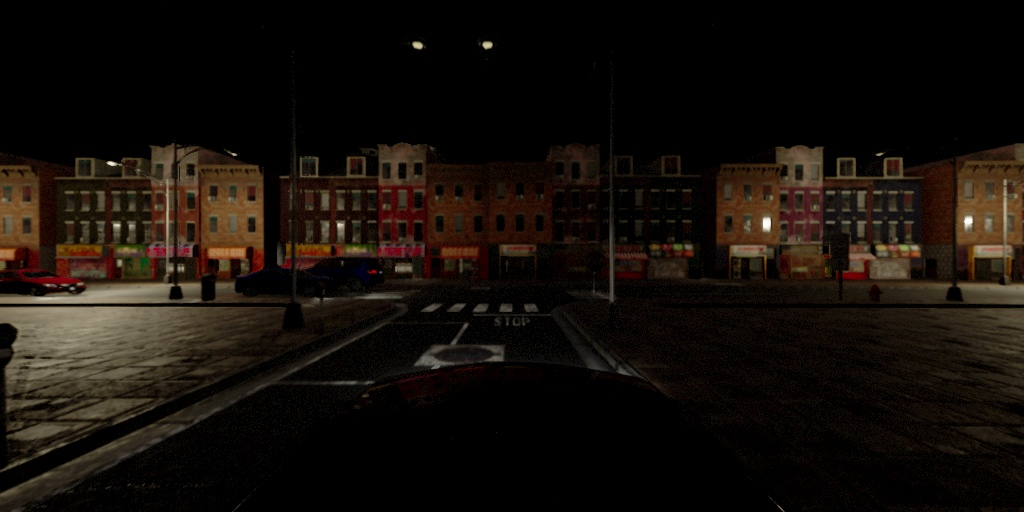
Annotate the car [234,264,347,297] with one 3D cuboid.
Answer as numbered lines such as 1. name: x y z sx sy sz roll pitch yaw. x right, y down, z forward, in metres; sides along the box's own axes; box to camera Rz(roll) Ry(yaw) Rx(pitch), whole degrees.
1. car: -11.848 1.370 19.068 5.008 1.535 1.882 0 0 0

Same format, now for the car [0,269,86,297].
1. car: -25.750 1.446 19.122 4.674 1.442 1.812 1 0 0

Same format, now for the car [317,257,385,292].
1. car: -10.834 1.108 22.255 5.566 2.045 2.150 0 0 0
